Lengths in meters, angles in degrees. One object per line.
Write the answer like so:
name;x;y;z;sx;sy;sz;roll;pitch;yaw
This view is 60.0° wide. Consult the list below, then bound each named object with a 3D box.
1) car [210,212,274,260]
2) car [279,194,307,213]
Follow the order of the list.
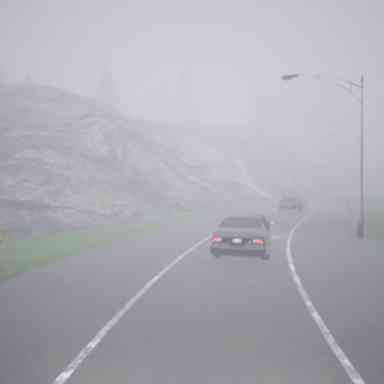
car;1.961;1.447;12.219;2.033;1.411;5.357;0;1;15
car;8.938;0.914;29.235;2.128;1.511;4.902;0;2;26
